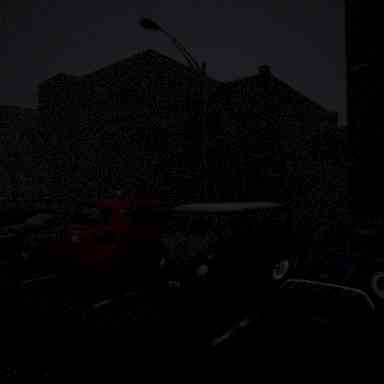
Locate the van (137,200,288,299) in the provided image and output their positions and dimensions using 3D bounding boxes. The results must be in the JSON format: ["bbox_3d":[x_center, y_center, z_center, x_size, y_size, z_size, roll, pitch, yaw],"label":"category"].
[{"bbox_3d":[0.947,1.247,8.349,1.878,1.987,4.442,0,0,36],"label":"van"}]

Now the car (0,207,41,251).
[{"bbox_3d":[-5.518,1.469,13.215,2.002,1.452,4.674,1,0,37],"label":"car"}]

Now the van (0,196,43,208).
[{"bbox_3d":[-7.602,1.183,14.953,1.878,1.987,4.442,1,0,38],"label":"van"}]

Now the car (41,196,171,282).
[{"bbox_3d":[-1.197,1.210,10.069,2.435,2.045,5.566,0,0,36],"label":"car"}]

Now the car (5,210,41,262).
[{"bbox_3d":[-3.437,1.475,11.629,2.163,1.488,4.792,1,0,37],"label":"car"}]

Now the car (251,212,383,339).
[{"bbox_3d":[3.268,1.358,6.856,2.185,1.767,4.553,0,0,36],"label":"car"}]
